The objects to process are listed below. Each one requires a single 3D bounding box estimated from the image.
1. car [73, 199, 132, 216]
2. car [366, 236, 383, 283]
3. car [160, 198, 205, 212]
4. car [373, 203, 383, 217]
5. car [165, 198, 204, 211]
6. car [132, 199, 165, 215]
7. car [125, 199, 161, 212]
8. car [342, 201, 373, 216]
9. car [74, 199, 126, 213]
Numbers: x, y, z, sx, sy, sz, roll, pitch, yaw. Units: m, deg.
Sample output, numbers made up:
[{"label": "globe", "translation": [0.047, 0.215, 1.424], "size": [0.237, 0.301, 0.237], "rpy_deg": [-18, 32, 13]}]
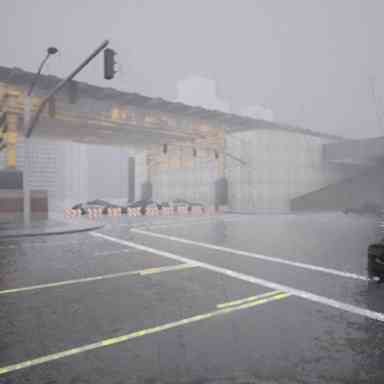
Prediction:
[{"label": "car", "translation": [-8.810, 1.497, 32.189], "size": [4.974, 1.542, 2.038], "rpy_deg": [0, 0, 8]}, {"label": "car", "translation": [6.390, 1.533, 8.728], "size": [5.008, 1.535, 1.882], "rpy_deg": [0, 1, -41]}, {"label": "car", "translation": [-1.156, 1.535, 38.635], "size": [4.974, 1.542, 2.038], "rpy_deg": [0, 0, -7]}, {"label": "car", "translation": [19.456, 1.656, 31.629], "size": [4.674, 1.442, 1.812], "rpy_deg": [0, 0, -37]}, {"label": "car", "translation": [-1.207, 1.377, 38.629], "size": [4.536, 1.218, 1.853], "rpy_deg": [0, 0, -7]}, {"label": "car", "translation": [-5.065, 1.514, 34.875], "size": [2.038, 1.542, 4.974], "rpy_deg": [0, 0, 18]}, {"label": "car", "translation": [-5.049, 1.357, 34.925], "size": [1.853, 1.218, 4.536], "rpy_deg": [0, 0, 18]}, {"label": "car", "translation": [17.895, 1.680, 34.835], "size": [5.357, 1.411, 2.033], "rpy_deg": [0, 0, -37]}, {"label": "car", "translation": [-8.861, 1.339, 32.197], "size": [4.536, 1.218, 1.853], "rpy_deg": [0, 0, 8]}]
